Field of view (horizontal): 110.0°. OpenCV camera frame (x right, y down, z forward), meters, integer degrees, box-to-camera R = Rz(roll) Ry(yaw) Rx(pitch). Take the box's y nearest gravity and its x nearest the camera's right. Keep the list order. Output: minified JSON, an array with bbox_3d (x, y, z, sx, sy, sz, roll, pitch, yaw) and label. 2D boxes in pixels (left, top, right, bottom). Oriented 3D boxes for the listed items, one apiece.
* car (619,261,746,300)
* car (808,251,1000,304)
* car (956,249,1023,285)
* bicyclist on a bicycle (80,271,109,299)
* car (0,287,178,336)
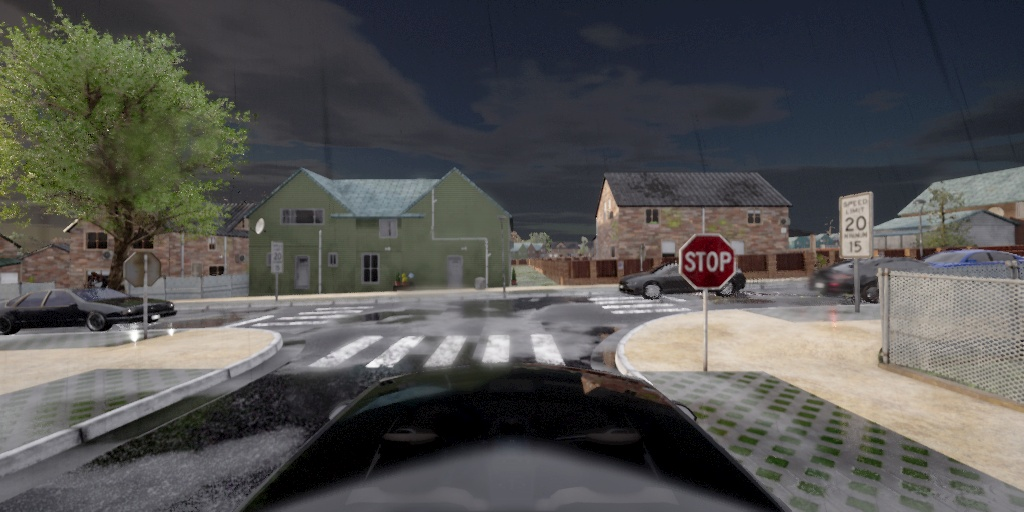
[{"bbox_3d":[6.986,0.950,14.954,4.892,1.490,1.837,-2,0,0],"label":"car"},{"bbox_3d":[12.713,0.741,12.094,4.674,1.442,1.812,-2,0,2],"label":"car"},{"bbox_3d":[18.578,0.503,14.864,5.008,1.535,1.882,-2,0,0],"label":"car"},{"bbox_3d":[-20.830,1.567,18.048,0.582,1.620,1.656,0,2,0],"label":"bicyclist on a bicycle"},{"bbox_3d":[-14.733,1.779,12.170,5.357,1.411,2.033,-2,0,0],"label":"car"}]
